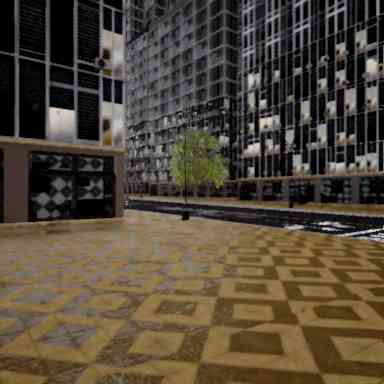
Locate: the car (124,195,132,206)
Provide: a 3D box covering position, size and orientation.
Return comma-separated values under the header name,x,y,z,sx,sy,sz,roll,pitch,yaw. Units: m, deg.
name,x,y,z,sx,sy,sz,roll,pitch,yaw
car,-8.746,0.880,39.010,2.128,1.511,4.902,0,1,-38
